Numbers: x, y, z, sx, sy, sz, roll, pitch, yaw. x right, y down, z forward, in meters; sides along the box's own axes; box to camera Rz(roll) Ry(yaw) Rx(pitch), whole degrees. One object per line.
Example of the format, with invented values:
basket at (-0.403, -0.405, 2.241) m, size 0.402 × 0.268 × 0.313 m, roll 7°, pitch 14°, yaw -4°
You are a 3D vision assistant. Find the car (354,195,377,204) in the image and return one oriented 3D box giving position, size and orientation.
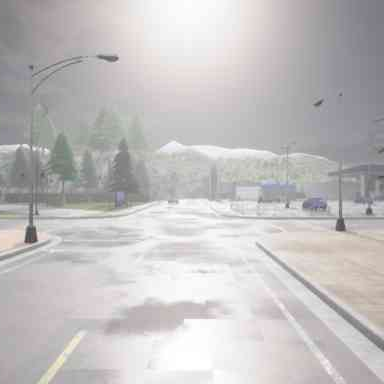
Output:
car at (29.110, 1.318, 56.535) m, size 1.845 × 1.501 × 3.633 m, roll 0°, pitch 0°, yaw 0°

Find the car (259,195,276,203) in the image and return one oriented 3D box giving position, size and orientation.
car at (14.203, 1.338, 64.304) m, size 2.007 × 1.523 × 4.514 m, roll 0°, pitch 0°, yaw 0°

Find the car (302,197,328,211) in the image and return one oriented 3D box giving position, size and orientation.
car at (13.956, 1.371, 38.271) m, size 1.845 × 1.501 × 3.633 m, roll 0°, pitch 0°, yaw 0°

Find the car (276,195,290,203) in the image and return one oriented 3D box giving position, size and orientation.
car at (17.340, 1.329, 64.325) m, size 2.152 × 1.636 × 5.027 m, roll 0°, pitch 0°, yaw 0°

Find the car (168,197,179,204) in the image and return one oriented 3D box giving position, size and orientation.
car at (-3.499, 1.530, 62.583) m, size 1.895 × 1.301 × 4.718 m, roll 0°, pitch 0°, yaw 0°

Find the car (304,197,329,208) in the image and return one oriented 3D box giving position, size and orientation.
car at (17.009, 1.382, 45.662) m, size 1.970 × 1.475 × 3.806 m, roll 0°, pitch 0°, yaw 0°
